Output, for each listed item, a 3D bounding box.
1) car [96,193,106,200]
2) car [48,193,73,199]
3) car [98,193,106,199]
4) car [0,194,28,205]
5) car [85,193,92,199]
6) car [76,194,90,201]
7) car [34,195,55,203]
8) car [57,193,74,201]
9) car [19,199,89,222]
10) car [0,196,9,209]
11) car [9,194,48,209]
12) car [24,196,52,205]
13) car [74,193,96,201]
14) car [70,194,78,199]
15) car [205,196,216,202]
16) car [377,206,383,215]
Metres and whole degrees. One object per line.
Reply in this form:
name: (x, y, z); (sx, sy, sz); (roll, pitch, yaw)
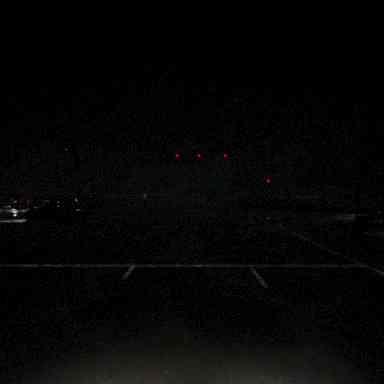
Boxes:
car: (-21.401, 1.044, 75.797); (2.097, 1.767, 4.553); (0, 0, -3)
car: (-21.137, 1.294, 53.010); (1.837, 1.490, 4.892); (0, 0, 0)
car: (-24.394, 1.126, 90.127); (1.837, 1.490, 4.892); (0, 0, -18)
car: (-28.129, 1.143, 52.660); (2.097, 1.767, 4.553); (0, 0, 0)
car: (-28.346, 1.122, 90.777); (1.837, 1.490, 4.892); (0, 0, -18)
car: (-24.901, 1.213, 75.858); (1.812, 1.442, 4.674); (0, 0, -3)
car: (-28.063, 1.344, 63.479); (1.895, 1.301, 4.718); (0, 0, 0)
car: (-28.305, 1.050, 74.481); (2.097, 1.767, 4.553); (0, 0, -3)
car: (-10.414, 1.480, 25.364); (4.181, 1.385, 1.994); (0, 0, -8)
car: (-24.631, 1.360, 42.936); (1.812, 1.442, 4.674); (0, 0, 0)
car: (-21.137, 1.185, 43.185); (2.097, 1.767, 4.553); (0, 0, 0)
car: (-24.633, 1.335, 53.562); (2.033, 1.411, 5.357); (0, 0, 0)
car: (-21.068, 1.335, 65.752); (1.895, 1.301, 4.718); (0, 0, 0)
car: (-31.361, 1.102, 88.814); (1.895, 1.301, 4.718); (0, 0, -18)
car: (3.533, 1.340, 64.535); (1.895, 1.301, 4.718); (0, 0, 0)
car: (17.640, 1.260, 26.129); (4.553, 1.767, 2.097); (0, 0, 6)
